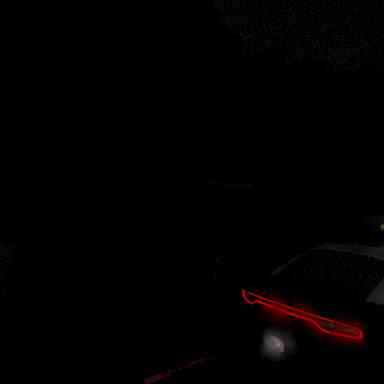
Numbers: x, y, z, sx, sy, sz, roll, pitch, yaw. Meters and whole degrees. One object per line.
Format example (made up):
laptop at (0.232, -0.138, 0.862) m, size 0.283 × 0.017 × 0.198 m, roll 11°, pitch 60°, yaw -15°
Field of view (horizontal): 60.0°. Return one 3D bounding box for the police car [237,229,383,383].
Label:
police car at (3.006, 1.427, 5.086) m, size 5.238 × 1.638 × 1.930 m, roll 0°, pitch 0°, yaw -35°
